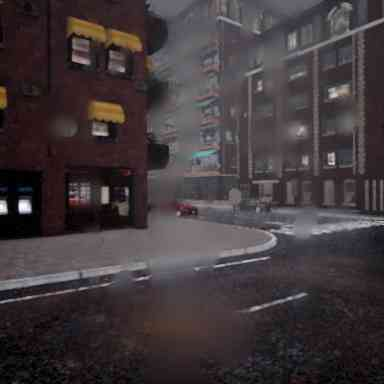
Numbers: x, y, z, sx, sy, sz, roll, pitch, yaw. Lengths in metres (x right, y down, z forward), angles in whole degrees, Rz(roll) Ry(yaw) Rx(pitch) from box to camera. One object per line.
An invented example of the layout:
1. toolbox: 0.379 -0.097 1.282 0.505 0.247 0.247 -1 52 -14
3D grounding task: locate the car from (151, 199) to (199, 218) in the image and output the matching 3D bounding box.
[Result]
1. car: -1.222 1.296 27.327 1.887 1.381 4.507 0 1 -36

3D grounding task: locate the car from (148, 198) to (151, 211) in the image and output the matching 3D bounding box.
1. car: -4.564 1.239 31.901 1.947 1.339 4.313 0 1 -36

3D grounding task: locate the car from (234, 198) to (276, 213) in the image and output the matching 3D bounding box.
1. car: 5.932 1.240 31.815 2.008 1.369 4.403 0 1 -36
